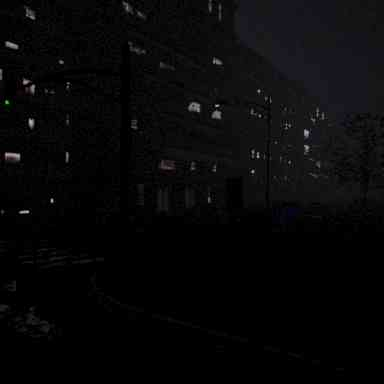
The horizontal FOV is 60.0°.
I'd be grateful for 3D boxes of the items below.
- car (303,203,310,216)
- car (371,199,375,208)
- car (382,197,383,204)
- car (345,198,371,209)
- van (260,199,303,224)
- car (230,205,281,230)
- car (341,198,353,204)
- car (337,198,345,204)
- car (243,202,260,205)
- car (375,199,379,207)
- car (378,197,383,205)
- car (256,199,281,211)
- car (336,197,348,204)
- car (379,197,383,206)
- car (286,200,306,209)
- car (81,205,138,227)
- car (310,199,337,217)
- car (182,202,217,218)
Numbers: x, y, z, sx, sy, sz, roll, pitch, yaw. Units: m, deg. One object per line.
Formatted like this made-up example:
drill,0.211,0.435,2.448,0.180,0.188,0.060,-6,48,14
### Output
car,10.846,1.890,36.554,2.033,1.411,5.357,1,0,36
car,30.516,2.206,58.869,1.802,1.307,4.206,1,0,36
car,40.368,2.305,72.230,2.008,1.369,4.403,1,0,36
car,27.235,1.895,54.417,2.192,1.841,5.009,1,0,36
van,7.531,1.651,27.695,1.690,1.788,3.998,1,0,36
car,4.245,1.830,23.242,1.947,1.339,4.313,1,0,36
car,40.096,2.227,85.980,1.752,1.417,4.829,1,0,36
car,33.629,2.184,77.210,1.947,1.339,4.313,1,0,36
car,7.358,1.847,41.582,1.802,1.307,4.206,1,0,36
car,33.801,2.108,63.323,1.967,1.590,4.097,1,0,36
car,46.939,2.155,81.138,2.192,1.841,5.009,1,0,36
car,10.643,1.750,46.036,1.967,1.590,4.097,1,0,36
car,36.914,2.101,81.664,1.967,1.590,4.097,1,0,36
car,37.084,2.256,67.776,1.887,1.381,4.507,1,0,36
car,17.209,1.981,54.943,1.802,1.307,4.206,1,0,36
car,-5.778,1.633,23.768,2.008,1.369,4.403,1,0,36
car,14.099,1.841,36.603,1.967,1.590,4.097,1,0,36
car,0.790,1.719,32.675,1.887,1.381,4.507,1,0,36
